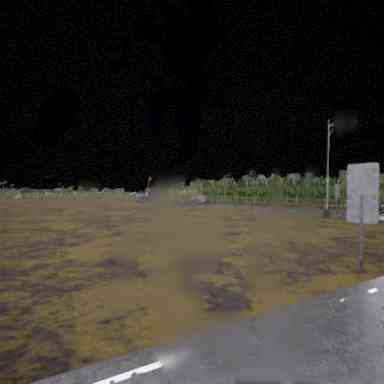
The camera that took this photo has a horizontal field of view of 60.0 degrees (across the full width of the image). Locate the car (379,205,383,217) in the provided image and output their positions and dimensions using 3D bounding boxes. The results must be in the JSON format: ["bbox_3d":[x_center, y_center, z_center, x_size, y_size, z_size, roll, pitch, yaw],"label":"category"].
[{"bbox_3d":[16.387,1.394,25.386,1.895,1.301,4.718,1,0,-35],"label":"car"}]

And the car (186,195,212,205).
[{"bbox_3d":[1.035,1.167,47.209,1.994,1.385,4.181,1,0,-35],"label":"car"}]
